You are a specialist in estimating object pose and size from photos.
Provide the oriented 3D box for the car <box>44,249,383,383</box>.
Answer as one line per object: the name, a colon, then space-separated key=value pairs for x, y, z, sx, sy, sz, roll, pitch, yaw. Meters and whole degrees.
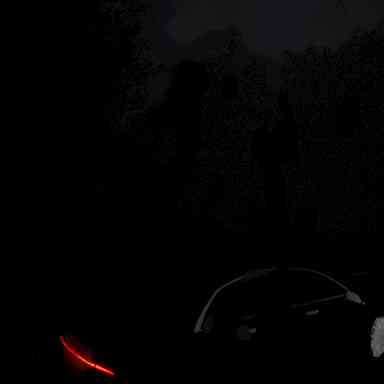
car: x=0.771 y=1.527 z=4.297 sx=4.892 sy=1.490 sz=1.837 roll=1 pitch=0 yaw=-35
